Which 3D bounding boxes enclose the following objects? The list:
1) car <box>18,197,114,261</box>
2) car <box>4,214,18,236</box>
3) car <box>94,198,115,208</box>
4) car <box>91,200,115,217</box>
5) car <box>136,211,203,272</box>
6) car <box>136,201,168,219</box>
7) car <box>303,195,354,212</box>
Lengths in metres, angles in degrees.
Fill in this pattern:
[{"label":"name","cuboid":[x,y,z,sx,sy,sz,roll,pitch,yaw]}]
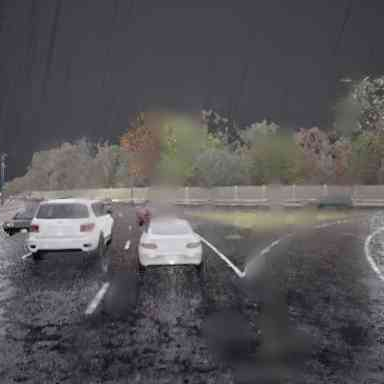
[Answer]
[{"label":"car","cuboid":[-4.352,1.273,12.780,2.150,2.045,5.566,0,0,-7]},{"label":"car","cuboid":[-8.908,1.687,19.025,1.895,1.301,4.718,0,0,-11]},{"label":"car","cuboid":[-14.349,1.691,54.169,2.128,1.511,4.902,0,0,-29]},{"label":"car","cuboid":[-9.221,1.619,34.270,2.128,1.511,4.902,0,0,-18]},{"label":"car","cuboid":[-0.754,1.557,10.852,1.812,1.442,4.674,0,0,-6]},{"label":"car","cuboid":[-2.970,1.428,24.393,2.097,1.767,4.553,0,0,-13]},{"label":"car","cuboid":[15.902,1.367,38.927,5.566,2.045,2.150,0,0,7]}]
